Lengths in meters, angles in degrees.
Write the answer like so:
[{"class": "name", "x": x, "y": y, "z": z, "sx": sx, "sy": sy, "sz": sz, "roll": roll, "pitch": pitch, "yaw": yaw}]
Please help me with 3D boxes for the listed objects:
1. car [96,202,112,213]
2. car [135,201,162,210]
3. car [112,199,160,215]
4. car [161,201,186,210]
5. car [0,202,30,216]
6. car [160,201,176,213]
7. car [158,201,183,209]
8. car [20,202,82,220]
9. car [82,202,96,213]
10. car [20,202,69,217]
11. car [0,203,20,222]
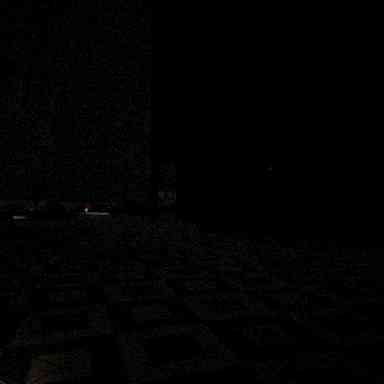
[{"class": "car", "x": -10.160, "y": 2.032, "z": 45.121, "sx": 1.812, "sy": 1.442, "sz": 4.674, "roll": 0, "pitch": -1, "yaw": 36}, {"class": "car", "x": -7.024, "y": 2.209, "z": 54.144, "sx": 2.008, "sy": 1.369, "sz": 4.403, "roll": -1, "pitch": -2, "yaw": 35}, {"class": "car", "x": -6.640, "y": 1.791, "z": 40.006, "sx": 2.192, "sy": 1.841, "sz": 5.009, "roll": -1, "pitch": -2, "yaw": 35}, {"class": "car", "x": -2.977, "y": 2.277, "z": 55.092, "sx": 1.994, "sy": 1.385, "sz": 4.181, "roll": 0, "pitch": -1, "yaw": 36}, {"class": "car", "x": -20.128, "y": 1.841, "z": 35.765, "sx": 2.008, "sy": 1.369, "sz": 4.403, "roll": -1, "pitch": -1, "yaw": 35}, {"class": "car", "x": -3.363, "y": 2.113, "z": 44.595, "sx": 1.887, "sy": 1.381, "sz": 4.507, "roll": -1, "pitch": -2, "yaw": 35}, {"class": "car", "x": -3.747, "y": 2.304, "z": 58.739, "sx": 2.008, "sy": 1.369, "sz": 4.403, "roll": -1, "pitch": -2, "yaw": 35}, {"class": "car", "x": -13.094, "y": 1.823, "z": 30.948, "sx": 1.752, "sy": 1.417, "sz": 4.829, "roll": -1, "pitch": -2, "yaw": 35}, {"class": "car", "x": -13.576, "y": 2.015, "z": 44.955, "sx": 1.887, "sy": 1.381, "sz": 4.507, "roll": -1, "pitch": -2, "yaw": 35}, {"class": "car", "x": -16.162, "y": 1.866, "z": 36.720, "sx": 1.812, "sy": 1.442, "sz": 4.674, "roll": 0, "pitch": -1, "yaw": 36}, {"class": "car", "x": -16.468, "y": 1.774, "z": 26.214, "sx": 1.947, "sy": 1.339, "sz": 4.313, "roll": -1, "pitch": -2, "yaw": 35}]
